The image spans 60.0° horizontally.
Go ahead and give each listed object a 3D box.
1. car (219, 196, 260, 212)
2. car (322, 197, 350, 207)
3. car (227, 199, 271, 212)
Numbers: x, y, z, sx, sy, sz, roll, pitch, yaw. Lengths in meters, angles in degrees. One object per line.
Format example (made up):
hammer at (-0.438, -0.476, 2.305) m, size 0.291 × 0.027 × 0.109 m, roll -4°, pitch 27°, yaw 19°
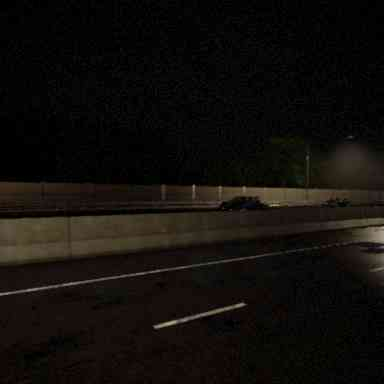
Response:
car at (5.704, 1.457, 38.227) m, size 5.566 × 2.045 × 2.150 m, roll 1°, pitch 0°, yaw -36°
car at (18.814, 1.474, 43.251) m, size 4.892 × 1.490 × 1.837 m, roll 1°, pitch 0°, yaw -36°
car at (6.192, 1.744, 34.270) m, size 4.674 × 1.442 × 1.812 m, roll 1°, pitch 0°, yaw -36°
